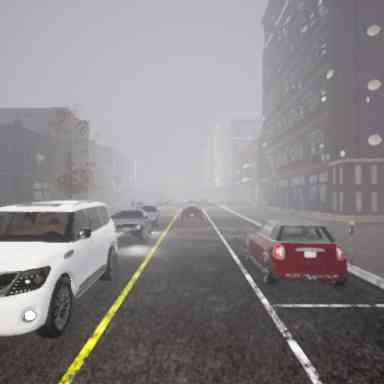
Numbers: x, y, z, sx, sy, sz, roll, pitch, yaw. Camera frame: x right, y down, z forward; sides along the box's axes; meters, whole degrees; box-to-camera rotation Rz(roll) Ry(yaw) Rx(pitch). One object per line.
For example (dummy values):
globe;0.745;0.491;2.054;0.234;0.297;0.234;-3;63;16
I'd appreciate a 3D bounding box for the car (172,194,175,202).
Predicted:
car;-5.690;1.692;77.709;1.947;1.339;4.313;1;0;0

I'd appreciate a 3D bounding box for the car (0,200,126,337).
car;-3.091;1.232;7.009;2.150;2.045;5.566;0;0;0

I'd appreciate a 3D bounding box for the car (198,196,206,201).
car;2.688;1.729;89.144;1.802;1.307;4.206;1;0;0

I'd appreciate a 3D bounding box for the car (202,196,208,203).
car;2.692;1.642;72.254;1.752;1.417;4.829;1;0;0

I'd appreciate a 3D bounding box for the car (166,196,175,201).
car;-5.691;1.713;89.082;1.947;1.339;4.313;1;0;0

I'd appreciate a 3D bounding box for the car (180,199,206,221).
car;0.006;1.568;27.371;1.812;1.442;4.674;0;0;0

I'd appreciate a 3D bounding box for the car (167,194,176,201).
car;-5.687;1.473;94.769;2.192;1.841;5.009;1;0;0

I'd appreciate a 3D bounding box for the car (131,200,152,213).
car;-5.683;1.641;37.902;1.802;1.307;4.206;1;0;0

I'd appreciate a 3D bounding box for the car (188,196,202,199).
car;0.062;1.576;44.398;1.837;1.490;4.892;0;0;0

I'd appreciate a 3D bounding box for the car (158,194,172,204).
car;-5.686;1.546;66.335;1.967;1.590;4.097;1;0;0

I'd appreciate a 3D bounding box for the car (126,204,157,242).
car;-3.090;1.552;16.825;1.812;1.442;4.674;0;0;0

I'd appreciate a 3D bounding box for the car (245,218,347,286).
car;2.704;1.455;9.531;1.967;1.590;4.097;1;0;0

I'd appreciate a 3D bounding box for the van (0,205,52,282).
van;-5.674;1.356;9.469;1.690;1.788;3.998;1;0;0

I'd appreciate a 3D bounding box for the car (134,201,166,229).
car;-3.004;1.562;22.158;1.812;1.442;4.674;0;0;0
